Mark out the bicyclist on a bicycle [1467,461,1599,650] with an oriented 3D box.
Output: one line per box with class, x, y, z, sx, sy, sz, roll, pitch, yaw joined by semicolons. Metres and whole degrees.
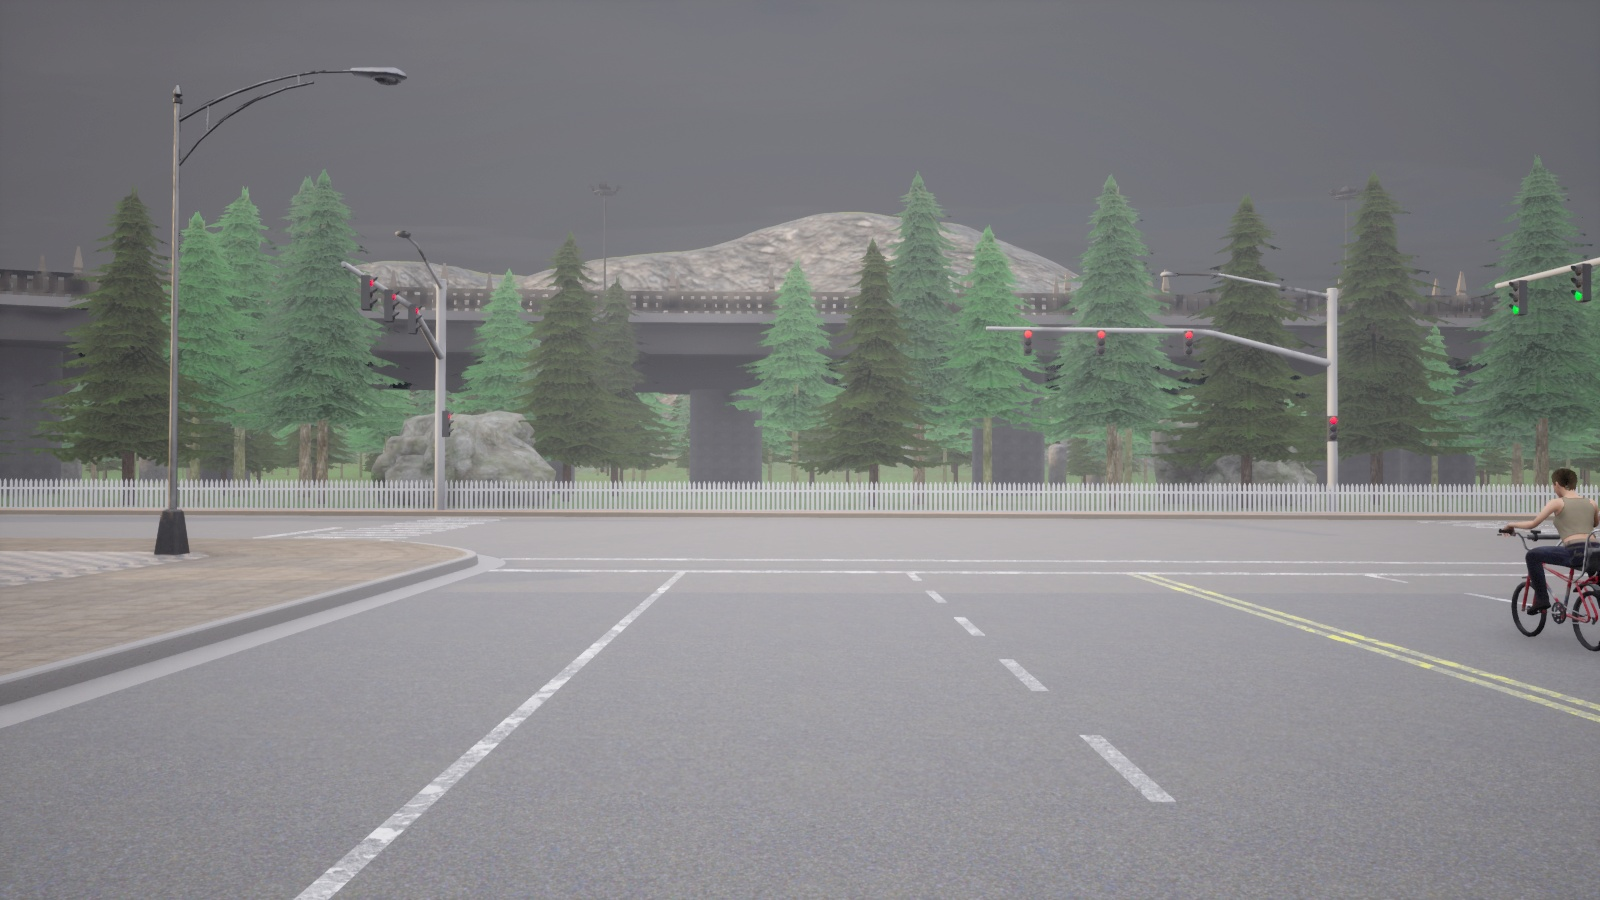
bicyclist on a bicycle;6.975;0.916;11.527;0.866;1.612;1.509;0;-1;0
